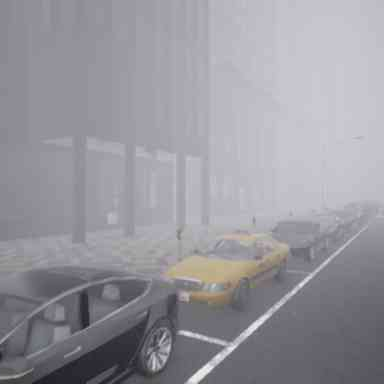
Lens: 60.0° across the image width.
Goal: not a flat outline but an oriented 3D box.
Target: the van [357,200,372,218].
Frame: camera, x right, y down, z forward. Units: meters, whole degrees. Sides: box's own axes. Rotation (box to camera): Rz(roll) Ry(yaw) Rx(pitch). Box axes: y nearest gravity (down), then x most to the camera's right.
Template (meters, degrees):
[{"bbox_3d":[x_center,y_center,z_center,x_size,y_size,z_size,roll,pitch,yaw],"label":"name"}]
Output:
[{"bbox_3d":[16.078,1.816,32.261,1.690,1.788,3.998,-1,-1,32],"label":"van"}]

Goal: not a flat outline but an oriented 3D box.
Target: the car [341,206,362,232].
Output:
[{"bbox_3d":[10.121,1.895,22.688,1.947,1.339,4.313,-1,-1,32],"label":"car"}]

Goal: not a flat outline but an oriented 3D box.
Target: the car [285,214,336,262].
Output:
[{"bbox_3d":[4.163,1.752,13.118,1.947,1.339,4.313,-1,-1,32],"label":"car"}]

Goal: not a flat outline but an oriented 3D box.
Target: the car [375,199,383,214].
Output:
[{"bbox_3d":[25.014,2.013,46.615,2.192,1.841,5.009,-1,-1,32],"label":"car"}]

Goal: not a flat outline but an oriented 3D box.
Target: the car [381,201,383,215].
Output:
[{"bbox_3d":[25.065,2.188,41.463,1.994,1.385,4.181,0,-1,32],"label":"car"}]

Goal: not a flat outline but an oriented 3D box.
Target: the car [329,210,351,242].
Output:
[{"bbox_3d":[7.142,1.839,17.903,1.802,1.307,4.206,-1,-1,32],"label":"car"}]

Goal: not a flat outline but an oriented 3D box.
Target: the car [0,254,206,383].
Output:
[{"bbox_3d":[-1.794,1.613,3.549,1.947,1.339,4.313,0,-1,32],"label":"car"}]

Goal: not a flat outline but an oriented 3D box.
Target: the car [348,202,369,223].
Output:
[{"bbox_3d":[13.099,1.842,27.475,1.967,1.590,4.097,-1,-1,32],"label":"car"}]

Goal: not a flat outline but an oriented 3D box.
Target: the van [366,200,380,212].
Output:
[{"bbox_3d":[27.992,2.115,51.399,1.690,1.788,3.998,-1,-1,32],"label":"van"}]

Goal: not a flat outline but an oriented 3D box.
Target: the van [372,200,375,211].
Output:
[{"bbox_3d":[19.056,1.890,37.045,1.690,1.788,3.998,-1,-1,32],"label":"van"}]

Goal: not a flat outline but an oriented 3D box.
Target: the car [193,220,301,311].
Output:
[{"bbox_3d":[1.095,1.640,8.190,1.752,1.417,4.829,-1,-1,32],"label":"car"}]
